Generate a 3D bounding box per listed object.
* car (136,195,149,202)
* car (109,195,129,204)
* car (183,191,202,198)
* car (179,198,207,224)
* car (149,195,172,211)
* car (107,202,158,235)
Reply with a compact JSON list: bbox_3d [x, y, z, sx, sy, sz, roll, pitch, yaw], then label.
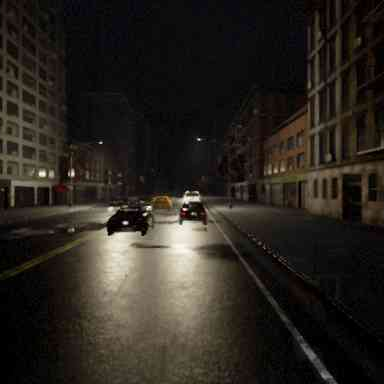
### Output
[{"bbox_3d":[-6.605,1.179,46.712,1.837,1.490,4.892,0,0,0],"label":"car"},{"bbox_3d":[-9.866,1.160,45.351,1.882,1.535,5.008,0,0,0],"label":"car"},{"bbox_3d":[0.026,0.929,41.297,2.150,2.045,5.566,0,1,0],"label":"car"},{"bbox_3d":[0.061,1.380,22.985,2.033,1.411,5.357,0,0,0],"label":"car"},{"bbox_3d":[-3.209,1.218,36.236,1.882,1.535,5.008,0,0,0],"label":"car"},{"bbox_3d":[-3.176,1.434,17.864,1.994,1.385,4.181,0,0,0],"label":"car"}]
